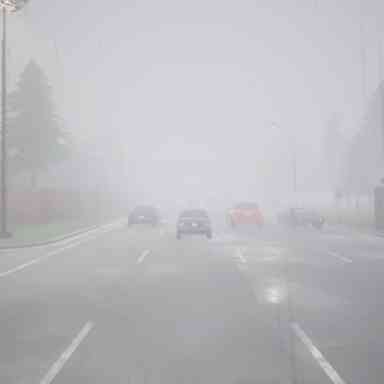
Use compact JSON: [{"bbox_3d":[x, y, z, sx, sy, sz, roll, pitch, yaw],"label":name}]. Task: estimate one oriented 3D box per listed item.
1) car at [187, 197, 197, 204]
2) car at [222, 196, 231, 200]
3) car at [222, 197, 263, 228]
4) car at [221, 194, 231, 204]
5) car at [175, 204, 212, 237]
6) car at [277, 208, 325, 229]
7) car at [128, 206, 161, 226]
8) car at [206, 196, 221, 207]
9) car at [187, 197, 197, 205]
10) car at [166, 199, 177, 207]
[{"bbox_3d":[-0.011,1.837,57.879,2.033,1.411,5.357,0,0,0],"label":"car"},{"bbox_3d":[6.989,1.861,59.356,1.994,1.385,4.181,0,0,0],"label":"car"},{"bbox_3d":[3.596,1.470,23.548,2.097,1.767,4.553,0,0,0],"label":"car"},{"bbox_3d":[6.987,1.486,69.161,2.150,2.045,5.566,0,0,0],"label":"car"},{"bbox_3d":[0.097,1.640,18.450,2.033,1.411,5.357,0,0,0],"label":"car"},{"bbox_3d":[7.095,1.713,22.293,1.895,1.301,4.718,0,0,0],"label":"car"},{"bbox_3d":[-3.406,1.687,24.494,1.994,1.385,4.181,0,0,0],"label":"car"},{"bbox_3d":[3.489,1.643,58.265,2.097,1.767,4.553,0,0,0],"label":"car"},{"bbox_3d":[-0.013,1.773,68.298,1.882,1.535,5.008,0,0,0],"label":"car"},{"bbox_3d":[-3.511,1.837,57.878,2.033,1.411,5.357,0,0,0],"label":"car"}]
